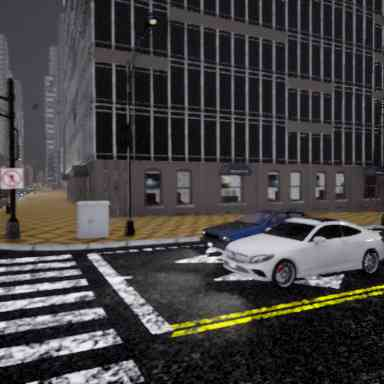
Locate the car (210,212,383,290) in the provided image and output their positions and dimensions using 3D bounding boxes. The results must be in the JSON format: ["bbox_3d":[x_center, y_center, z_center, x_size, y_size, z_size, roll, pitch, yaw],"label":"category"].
[{"bbox_3d":[3.037,1.411,8.726,4.674,1.442,1.812,0,1,-26],"label":"car"}]

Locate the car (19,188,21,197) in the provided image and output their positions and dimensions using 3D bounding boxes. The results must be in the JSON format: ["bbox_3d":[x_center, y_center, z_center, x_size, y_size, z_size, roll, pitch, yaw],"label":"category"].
[{"bbox_3d":[-28.339,0.249,51.834,1.967,1.590,4.097,-1,1,-24],"label":"car"}]

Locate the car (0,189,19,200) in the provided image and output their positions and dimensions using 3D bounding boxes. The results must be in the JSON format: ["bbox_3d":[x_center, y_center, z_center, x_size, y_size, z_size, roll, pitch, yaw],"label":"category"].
[{"bbox_3d":[-26.117,0.229,46.770,2.192,1.841,5.009,-1,1,-24],"label":"car"}]

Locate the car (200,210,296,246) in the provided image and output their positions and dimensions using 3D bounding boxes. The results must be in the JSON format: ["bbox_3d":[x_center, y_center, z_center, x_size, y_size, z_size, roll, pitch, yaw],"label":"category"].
[{"bbox_3d":[3.002,1.375,12.308,5.357,1.411,2.033,0,1,-26],"label":"car"}]
